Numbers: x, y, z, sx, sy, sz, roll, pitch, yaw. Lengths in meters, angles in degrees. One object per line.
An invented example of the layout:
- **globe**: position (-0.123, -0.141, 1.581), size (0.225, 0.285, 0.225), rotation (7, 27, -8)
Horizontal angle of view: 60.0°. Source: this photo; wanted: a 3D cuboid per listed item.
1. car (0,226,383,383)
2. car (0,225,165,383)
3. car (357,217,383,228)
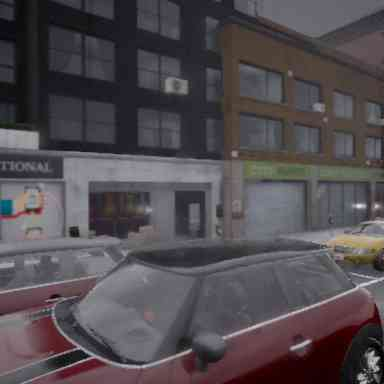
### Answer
- **car**: position (-0.098, 1.351, 3.299), size (4.553, 1.767, 2.097), rotation (0, 0, -35)
- **car**: position (-2.657, 1.439, 4.646), size (4.097, 1.590, 1.967), rotation (0, 0, -36)
- **car**: position (6.154, 1.529, 10.931), size (4.829, 1.417, 1.752), rotation (0, 0, -36)
